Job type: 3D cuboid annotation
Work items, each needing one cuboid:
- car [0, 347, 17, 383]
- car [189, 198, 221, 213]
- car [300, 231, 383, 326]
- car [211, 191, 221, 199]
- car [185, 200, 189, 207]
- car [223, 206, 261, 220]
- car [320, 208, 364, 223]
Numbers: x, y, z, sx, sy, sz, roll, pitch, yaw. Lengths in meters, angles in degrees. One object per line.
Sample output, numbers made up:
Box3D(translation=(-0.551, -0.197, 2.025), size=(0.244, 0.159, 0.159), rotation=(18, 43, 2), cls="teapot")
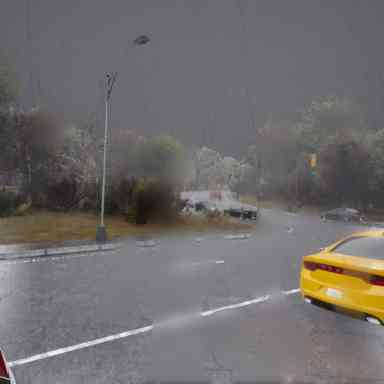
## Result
Box3D(translation=(-3.240, 1.353, 1.440), size=(4.553, 1.767, 2.097), rotation=(0, 0, -35), cls="car")
Box3D(translation=(1.773, 1.926, 43.099), size=(2.128, 1.511, 4.902), rotation=(2, 0, -19), cls="car")
Box3D(translation=(4.352, 1.542, 6.855), size=(5.008, 1.535, 1.882), rotation=(1, -1, -35), cls="car")
Box3D(translation=(5.737, 0.741, 78.963), size=(2.150, 2.045, 5.566), rotation=(2, 2, -1), cls="car")
Box3D(translation=(-1.046, 1.726, 52.688), size=(1.994, 1.385, 4.181), rotation=(2, 1, -14), cls="car")
Box3D(translation=(5.105, 2.147, 34.294), size=(1.895, 1.301, 4.718), rotation=(3, -1, -22), cls="car")
Box3D(translation=(16.079, 2.509, 35.940), size=(1.837, 1.490, 4.892), rotation=(2, -1, -25), cls="car")
